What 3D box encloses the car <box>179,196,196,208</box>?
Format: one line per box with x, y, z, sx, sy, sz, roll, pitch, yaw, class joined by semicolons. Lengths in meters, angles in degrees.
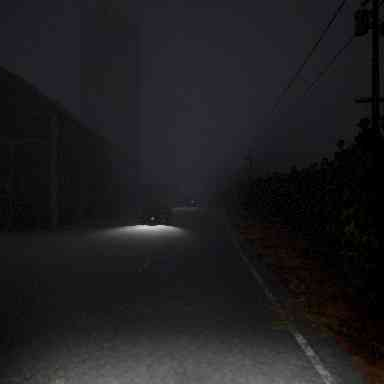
-0.569;1.316;48.576;2.097;1.767;4.553;0;0;5;car

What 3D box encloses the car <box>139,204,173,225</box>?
-2.479;1.558;23.848;1.994;1.385;4.181;0;0;3;car
